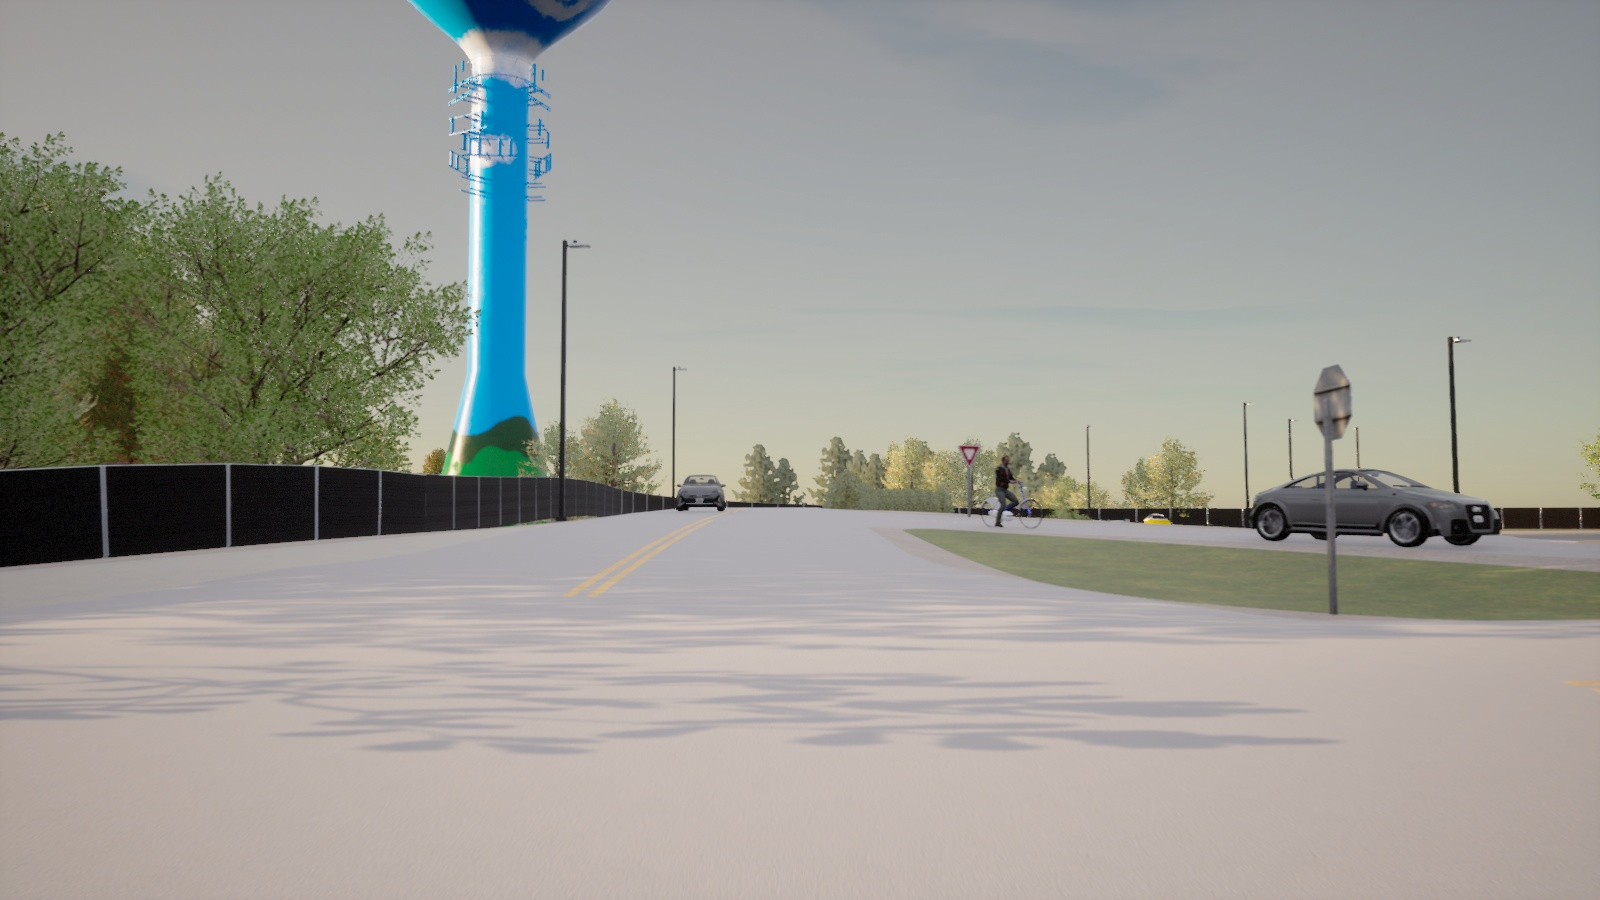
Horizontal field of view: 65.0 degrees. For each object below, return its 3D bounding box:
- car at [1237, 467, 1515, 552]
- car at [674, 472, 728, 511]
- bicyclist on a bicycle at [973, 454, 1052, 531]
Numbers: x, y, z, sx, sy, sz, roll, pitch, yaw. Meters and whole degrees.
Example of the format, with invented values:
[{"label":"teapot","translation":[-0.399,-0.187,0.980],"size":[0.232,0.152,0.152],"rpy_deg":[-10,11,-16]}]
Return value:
[{"label":"car","translation":[10.412,1.050,22.968],"size":[1.994,1.385,4.181],"rpy_deg":[2,-2,-35]},{"label":"car","translation":[-4.025,1.718,51.519],"size":[2.007,1.525,4.514],"rpy_deg":[0,-3,-2]},{"label":"bicyclist on a bicycle","translation":[5.082,1.020,30.076],"size":[0.659,1.776,1.843],"rpy_deg":[3,-3,-43]}]
